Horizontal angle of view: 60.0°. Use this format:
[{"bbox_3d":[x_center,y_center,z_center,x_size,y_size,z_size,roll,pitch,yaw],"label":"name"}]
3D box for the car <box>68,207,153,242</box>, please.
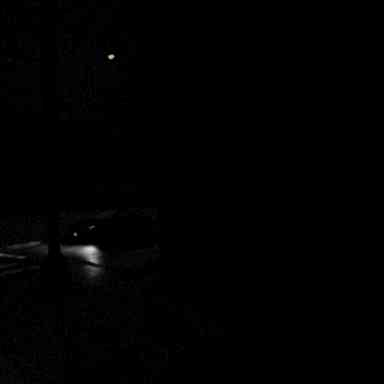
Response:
[{"bbox_3d":[-3.853,1.530,16.537,1.812,1.442,4.674,-4,-1,33],"label":"car"}]
